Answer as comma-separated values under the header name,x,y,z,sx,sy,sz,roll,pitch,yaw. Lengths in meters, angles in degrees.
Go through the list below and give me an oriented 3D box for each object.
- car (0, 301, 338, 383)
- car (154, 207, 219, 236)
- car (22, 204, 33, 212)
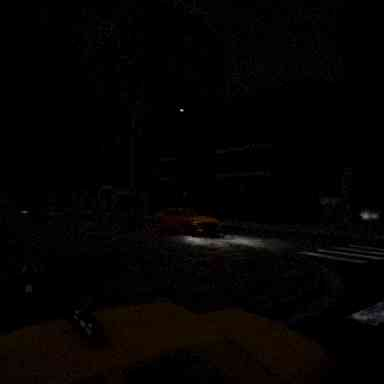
name,x,y,z,sx,sy,sz,roll,pitch,yaw
car,-0.945,1.526,2.154,4.829,1.417,1.752,0,1,-36
car,-0.438,1.684,19.970,1.882,1.535,5.008,2,-2,-36
car,-27.930,2.706,57.393,1.895,1.301,4.718,2,-2,-36
